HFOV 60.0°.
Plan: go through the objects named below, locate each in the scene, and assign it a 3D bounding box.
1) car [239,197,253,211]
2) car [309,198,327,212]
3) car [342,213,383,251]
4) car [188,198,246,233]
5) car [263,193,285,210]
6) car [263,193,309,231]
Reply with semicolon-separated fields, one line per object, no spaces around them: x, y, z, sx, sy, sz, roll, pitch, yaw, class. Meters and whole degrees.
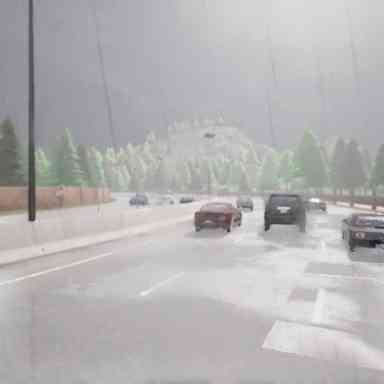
5.699;1.271;36.595;2.033;1.411;5.357;0;0;7;car
12.435;1.277;34.336;2.033;1.411;5.357;0;0;8;car
7.032;1.494;13.137;1.895;1.301;4.718;0;0;20;car
1.594;1.336;18.939;1.882;1.535;5.008;0;0;18;car
9.329;1.062;38.215;2.097;1.767;4.553;0;1;8;car
5.485;1.070;19.521;2.150;2.045;5.566;0;0;17;car
